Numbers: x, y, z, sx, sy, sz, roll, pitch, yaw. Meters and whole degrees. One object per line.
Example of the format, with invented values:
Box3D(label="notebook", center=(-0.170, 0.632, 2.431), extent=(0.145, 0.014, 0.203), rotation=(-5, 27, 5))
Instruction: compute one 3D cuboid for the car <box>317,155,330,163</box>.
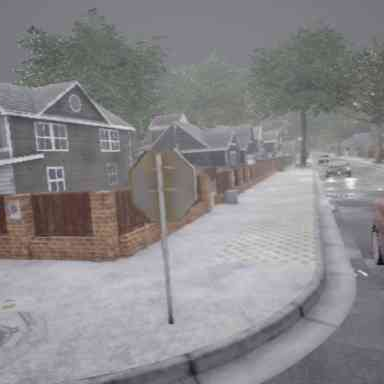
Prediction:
Box3D(label="car", center=(20.434, -5.059, 51.234), extent=(1.882, 1.535, 5.008), rotation=(-2, 6, 20))

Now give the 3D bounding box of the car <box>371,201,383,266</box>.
Box3D(label="car", center=(3.801, 0.749, 4.513), extent=(1.882, 1.535, 5.008), rotation=(-2, 6, 20))

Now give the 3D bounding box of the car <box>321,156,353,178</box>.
Box3D(label="car", center=(12.114, -2.009, 27.846), extent=(1.812, 1.442, 4.674), rotation=(-2, 6, 20))
